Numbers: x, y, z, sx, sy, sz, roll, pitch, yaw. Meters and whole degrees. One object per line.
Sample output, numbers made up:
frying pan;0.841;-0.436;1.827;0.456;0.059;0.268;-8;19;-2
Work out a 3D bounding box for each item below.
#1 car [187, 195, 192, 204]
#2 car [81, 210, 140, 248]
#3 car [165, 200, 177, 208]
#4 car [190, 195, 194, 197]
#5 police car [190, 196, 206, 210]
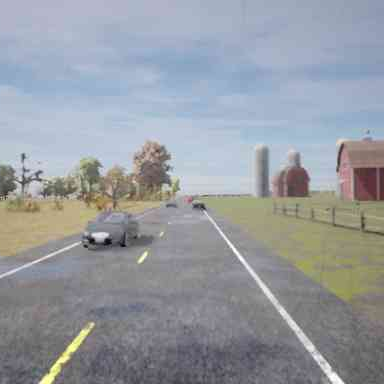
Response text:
car;-0.060;1.896;84.928;2.150;2.045;5.566;0;0;0
car;-3.607;1.626;15.479;2.128;1.511;4.902;0;0;0
car;-3.557;2.027;57.928;2.033;1.411;5.357;0;0;0
car;1.004;1.994;65.776;1.801;1.575;5.366;0;0;0
police car;1.015;1.840;49.695;1.930;1.638;5.238;0;0;0
